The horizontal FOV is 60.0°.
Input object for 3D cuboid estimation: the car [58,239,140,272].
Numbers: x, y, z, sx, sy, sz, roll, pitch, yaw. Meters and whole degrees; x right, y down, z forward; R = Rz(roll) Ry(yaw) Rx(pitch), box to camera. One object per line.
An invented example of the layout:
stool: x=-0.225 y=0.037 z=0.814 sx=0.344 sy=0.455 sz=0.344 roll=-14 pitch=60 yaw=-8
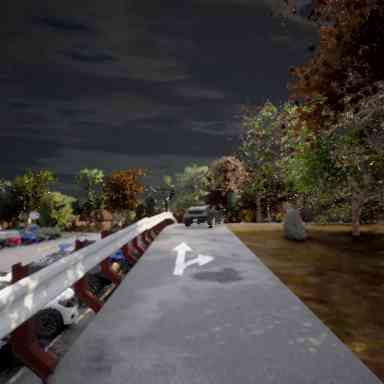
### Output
car: x=-6.858 y=4.665 z=23.487 sx=5.566 sy=2.045 sz=2.435 roll=2 pitch=-5 yaw=-20

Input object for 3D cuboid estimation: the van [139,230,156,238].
van: x=-6.836 y=5.754 z=38.591 sx=4.442 sy=1.987 sz=1.878 roll=2 pitch=-5 yaw=-20

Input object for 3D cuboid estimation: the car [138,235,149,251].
car: x=-6.960 y=5.426 z=32.510 sx=4.553 sy=1.767 sz=2.185 roll=2 pitch=-5 yaw=-20

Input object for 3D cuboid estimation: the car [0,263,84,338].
car: x=-6.808 y=3.816 z=11.426 sx=5.566 sy=2.045 sz=2.435 roll=2 pitch=-5 yaw=-20

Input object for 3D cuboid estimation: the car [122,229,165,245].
car: x=-6.959 y=6.361 z=47.611 sx=5.566 sy=2.045 sz=2.435 roll=2 pitch=-5 yaw=-20

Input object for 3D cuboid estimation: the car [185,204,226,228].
car: x=0.953 y=1.663 z=23.400 sx=1.837 sy=1.490 sz=4.892 roll=-3 pitch=-4 yaw=18

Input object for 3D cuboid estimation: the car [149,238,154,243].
car: x=-6.928 y=5.765 z=35.514 sx=4.892 sy=1.521 sz=2.231 roll=2 pitch=-4 yaw=-20

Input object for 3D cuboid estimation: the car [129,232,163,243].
car: x=-6.976 y=6.852 z=50.608 sx=4.792 sy=1.488 sz=2.163 roll=2 pitch=-5 yaw=-20

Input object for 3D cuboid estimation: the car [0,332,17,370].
car: x=-6.858 y=3.881 z=8.370 sx=4.792 sy=1.488 sz=2.163 roll=2 pitch=-4 yaw=-20

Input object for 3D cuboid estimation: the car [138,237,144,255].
car: x=-6.940 y=5.213 z=29.488 sx=4.553 sy=1.767 sz=2.185 roll=2 pitch=-5 yaw=-20

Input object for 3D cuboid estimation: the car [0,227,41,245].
car: x=-23.898 y=6.161 z=44.765 sx=5.566 sy=2.045 sz=2.435 roll=1 pitch=-5 yaw=-20

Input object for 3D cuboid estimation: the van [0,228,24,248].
van: x=-24.017 y=5.977 z=41.752 sx=4.442 sy=1.987 sz=1.878 roll=1 pitch=-4 yaw=-20

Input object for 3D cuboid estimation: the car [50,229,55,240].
car: x=-23.924 y=6.855 z=50.656 sx=4.792 sy=1.488 sz=2.163 roll=1 pitch=-5 yaw=-20

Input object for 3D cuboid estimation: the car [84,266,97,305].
car: x=-6.867 y=4.279 z=14.421 sx=4.892 sy=1.521 sz=2.231 roll=2 pitch=-5 yaw=-20

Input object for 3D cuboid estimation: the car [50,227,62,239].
car: x=-23.976 y=6.780 z=53.586 sx=5.566 sy=2.045 sz=2.435 roll=1 pitch=-4 yaw=-20

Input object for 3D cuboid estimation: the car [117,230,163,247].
car: x=-6.988 y=6.146 z=44.558 sx=5.566 sy=2.045 sz=2.435 roll=2 pitch=-4 yaw=-20

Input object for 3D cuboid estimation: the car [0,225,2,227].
car: x=-39.686 y=7.713 z=66.861 sx=2.435 sy=2.045 sz=5.566 roll=1 pitch=-4 yaw=-19

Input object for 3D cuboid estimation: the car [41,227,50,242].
car: x=-23.908 y=6.368 z=47.717 sx=5.566 sy=2.045 sz=2.435 roll=1 pitch=-5 yaw=-20

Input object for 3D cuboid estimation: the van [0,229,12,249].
van: x=-24.007 y=5.770 z=38.800 sx=4.442 sy=1.987 sz=1.878 roll=1 pitch=-4 yaw=-20

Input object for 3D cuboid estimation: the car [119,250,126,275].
car: x=-7.050 y=4.692 z=20.376 sx=5.366 sy=1.575 sz=1.946 roll=2 pitch=-4 yaw=-20

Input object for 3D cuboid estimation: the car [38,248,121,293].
car: x=-6.894 y=4.239 z=17.439 sx=5.566 sy=2.045 sz=2.435 roll=2 pitch=-4 yaw=-20

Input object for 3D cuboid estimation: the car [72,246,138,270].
car: x=-6.931 y=5.156 z=26.461 sx=4.792 sy=1.488 sz=2.163 roll=2 pitch=-4 yaw=-20
